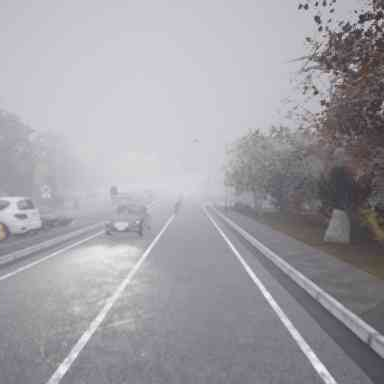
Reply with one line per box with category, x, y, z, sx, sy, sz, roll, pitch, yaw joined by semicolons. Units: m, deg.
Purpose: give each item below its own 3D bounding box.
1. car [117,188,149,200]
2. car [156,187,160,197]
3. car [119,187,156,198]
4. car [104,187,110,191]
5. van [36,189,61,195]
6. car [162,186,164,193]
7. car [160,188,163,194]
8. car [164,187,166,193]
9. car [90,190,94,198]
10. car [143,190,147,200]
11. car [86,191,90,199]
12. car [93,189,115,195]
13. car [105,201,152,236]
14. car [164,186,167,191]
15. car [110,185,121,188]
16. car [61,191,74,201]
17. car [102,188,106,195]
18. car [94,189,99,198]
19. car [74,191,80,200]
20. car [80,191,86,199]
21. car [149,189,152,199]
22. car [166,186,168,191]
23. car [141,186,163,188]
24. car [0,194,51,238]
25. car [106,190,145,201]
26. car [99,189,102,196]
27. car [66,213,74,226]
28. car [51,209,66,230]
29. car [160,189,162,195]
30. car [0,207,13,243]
car;-10.214;0.652;56.755;4.553;1.767;2.185;0;0;0
car;-10.060;0.368;73.473;4.553;1.767;2.185;0;2;0
car;-10.181;0.472;62.325;5.566;2.045;2.435;0;1;0
car;-22.925;0.114;84.512;5.366;1.575;1.946;0;2;0
van;-23.167;0.578;51.173;4.442;1.987;1.878;1;0;0
car;-10.061;-0.009;84.608;4.553;1.767;2.185;0;2;0
car;-10.089;0.351;79.050;4.792;1.488;2.163;0;2;0
car;-10.017;0.040;87.400;4.674;1.452;2.002;0;3;0
car;-23.173;0.659;67.788;4.792;1.488;2.163;0;1;0
car;-10.228;0.822;53.970;4.792;1.488;2.163;0;0;0
car;-23.402;0.675;65.133;5.366;1.575;1.946;0;1;0
car;-23.100;0.001;87.300;5.008;1.535;2.097;0;2;0
car;-3.291;1.435;17.904;2.128;1.511;4.902;0;0;0
car;-9.992;-0.125;90.185;5.008;1.535;2.097;0;3;0
car;-23.107;-0.373;90.075;5.566;2.045;2.435;0;3;0
car;-23.266;0.813;56.633;4.674;1.452;2.002;0;0;0
car;-23.149;0.409;76.284;4.892;1.521;2.231;0;2;0
car;-23.182;0.565;70.578;5.008;1.535;2.097;0;1;0
car;-23.276;0.780;59.545;4.792;1.488;2.163;0;0;0
car;-23.418;0.715;62.338;5.366;1.575;1.946;0;1;0
car;-10.162;0.755;59.535;5.008;1.535;2.097;0;1;0
car;-9.978;-0.257;92.971;5.008;1.535;2.097;0;3;0
car;-10.076;0.098;81.830;4.553;1.767;2.185;0;2;0
car;-10.144;1.264;15.822;5.566;2.045;2.435;0;0;0
car;-10.184;0.837;51.186;4.792;1.488;2.163;0;0;0
car;-23.166;0.493;73.367;5.008;1.535;2.097;0;2;0
car;-10.061;1.557;21.374;4.792;1.488;2.163;0;0;0
car;-10.108;1.521;18.598;5.008;1.535;2.097;0;0;0
car;-10.046;0.441;76.264;4.792;1.488;2.163;0;2;0
car;-10.314;1.506;13.046;5.366;1.575;1.946;0;0;0
